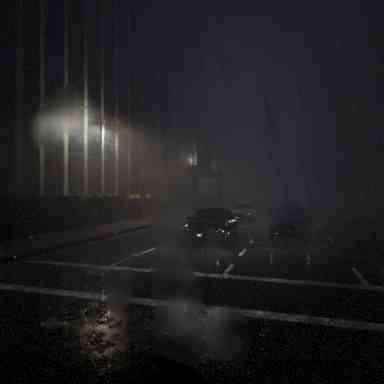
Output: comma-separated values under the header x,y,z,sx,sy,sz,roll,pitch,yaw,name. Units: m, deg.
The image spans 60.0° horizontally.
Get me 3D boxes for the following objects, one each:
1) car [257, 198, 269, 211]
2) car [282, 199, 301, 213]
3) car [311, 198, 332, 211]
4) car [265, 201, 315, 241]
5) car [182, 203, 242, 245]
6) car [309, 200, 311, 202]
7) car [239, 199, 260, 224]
x,y,z,sx,sy,sz,roll,pitch,yaw,name
7.814,1.478,38.264,1.882,1.535,5.008,0,0,17,car
11.221,1.564,37.434,1.994,1.385,4.181,0,0,17,car
16.244,1.526,41.508,1.812,1.442,4.674,0,0,18,car
5.053,1.478,17.144,1.882,1.535,5.008,0,0,17,car
0.988,1.505,15.801,1.837,1.490,4.892,0,0,17,car
19.154,1.601,51.294,1.895,1.301,4.718,0,0,17,car
3.874,1.526,25.295,1.812,1.442,4.674,0,0,17,car
